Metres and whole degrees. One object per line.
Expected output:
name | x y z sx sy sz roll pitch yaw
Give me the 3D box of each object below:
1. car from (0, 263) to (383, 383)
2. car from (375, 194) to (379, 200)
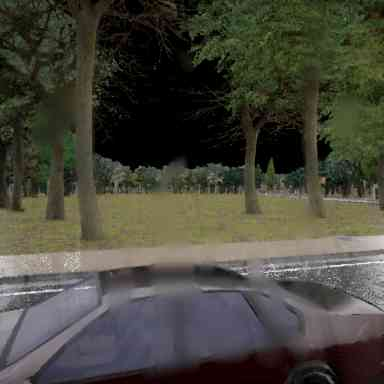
car | -0.451 1.547 3.445 5.357 1.411 2.033 0 0 -19
car | 45.225 1.254 80.036 1.994 1.385 4.181 0 0 5
